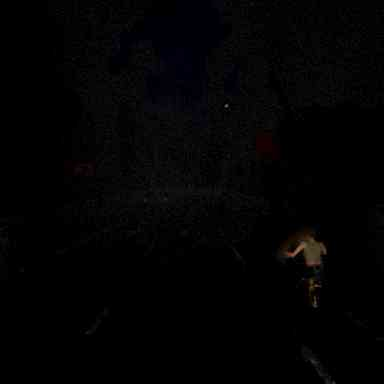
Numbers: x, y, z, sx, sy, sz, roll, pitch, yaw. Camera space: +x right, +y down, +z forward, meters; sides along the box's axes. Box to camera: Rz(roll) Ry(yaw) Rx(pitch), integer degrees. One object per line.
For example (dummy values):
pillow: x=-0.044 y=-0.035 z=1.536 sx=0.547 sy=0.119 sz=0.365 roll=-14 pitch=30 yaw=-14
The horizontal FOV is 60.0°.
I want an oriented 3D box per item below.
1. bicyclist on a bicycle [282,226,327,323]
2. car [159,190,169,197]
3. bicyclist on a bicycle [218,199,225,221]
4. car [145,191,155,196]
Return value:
bicyclist on a bicycle: x=2.161 y=1.431 z=6.191 sx=0.866 sy=1.612 sz=1.509 roll=0 pitch=0 yaw=0
car: x=-6.493 y=0.253 z=77.082 sx=2.128 sy=1.511 sz=4.902 roll=0 pitch=1 yaw=0
bicyclist on a bicycle: x=2.251 y=1.364 z=25.196 sx=0.582 sy=1.620 sz=1.656 roll=0 pitch=6 yaw=0
car: x=-9.743 y=0.324 z=77.054 sx=1.895 sy=1.301 sz=4.718 roll=0 pitch=1 yaw=0
